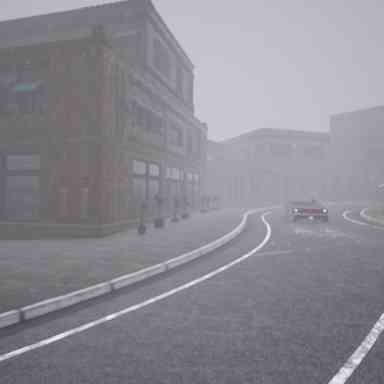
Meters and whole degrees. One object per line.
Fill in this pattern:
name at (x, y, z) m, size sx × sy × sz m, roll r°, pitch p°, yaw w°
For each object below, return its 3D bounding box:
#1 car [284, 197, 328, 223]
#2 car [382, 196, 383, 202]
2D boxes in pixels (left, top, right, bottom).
car at (6.561, 0.984, 19.530) m, size 1.895 × 1.301 × 4.718 m, roll 0°, pitch 2°, yaw 10°
car at (19.992, 0.446, 30.501) m, size 4.674 × 1.442 × 1.812 m, roll -1°, pitch 0°, yaw 2°
